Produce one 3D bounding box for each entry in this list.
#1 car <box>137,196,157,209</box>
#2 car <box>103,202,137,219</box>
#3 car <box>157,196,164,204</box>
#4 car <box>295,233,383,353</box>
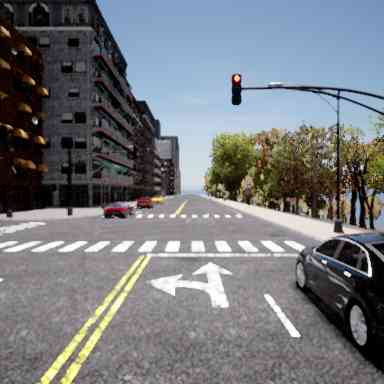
[{"bbox_3d":[-6.559,1.503,46.708,1.882,1.535,5.008,0,0,0],"label":"car"},{"bbox_3d":[-6.579,1.631,30.030,1.895,1.301,4.718,0,0,0],"label":"car"},{"bbox_3d":[-6.487,1.520,63.455,1.882,1.535,5.008,0,0,1],"label":"car"},{"bbox_3d":[3.318,1.507,6.080,1.837,1.490,4.892,0,0,2],"label":"car"}]
